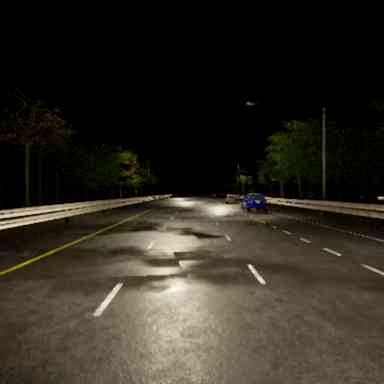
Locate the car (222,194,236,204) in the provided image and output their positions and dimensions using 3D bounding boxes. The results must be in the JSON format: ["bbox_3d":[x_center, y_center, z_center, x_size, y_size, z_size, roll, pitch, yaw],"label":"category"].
[{"bbox_3d":[7.146,1.529,62.141,1.812,1.442,4.674,0,0,0],"label":"car"}]

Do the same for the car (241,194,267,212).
[{"bbox_3d":[7.078,1.225,38.201,2.150,2.045,5.566,0,0,0],"label":"car"}]
